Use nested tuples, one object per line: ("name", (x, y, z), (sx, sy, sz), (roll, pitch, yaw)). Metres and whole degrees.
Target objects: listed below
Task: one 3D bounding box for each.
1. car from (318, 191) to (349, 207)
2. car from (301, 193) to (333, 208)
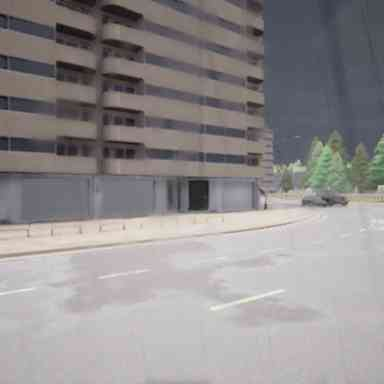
("car", (18.859, 0.945, 45.136), (2.150, 2.045, 5.566), (0, 0, -7))
("car", (15.524, 1.258, 42.365), (1.837, 1.490, 4.892), (0, 0, -3))
